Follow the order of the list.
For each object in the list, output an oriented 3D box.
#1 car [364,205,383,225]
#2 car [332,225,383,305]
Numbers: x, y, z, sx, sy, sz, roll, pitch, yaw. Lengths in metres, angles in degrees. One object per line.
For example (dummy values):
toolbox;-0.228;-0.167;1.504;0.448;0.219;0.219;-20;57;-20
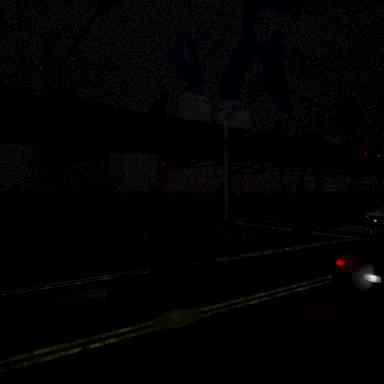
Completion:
car;13.338;1.526;22.119;4.674;1.442;1.812;0;0;-36
car;4.967;1.564;7.317;4.181;1.385;1.994;0;0;-35
